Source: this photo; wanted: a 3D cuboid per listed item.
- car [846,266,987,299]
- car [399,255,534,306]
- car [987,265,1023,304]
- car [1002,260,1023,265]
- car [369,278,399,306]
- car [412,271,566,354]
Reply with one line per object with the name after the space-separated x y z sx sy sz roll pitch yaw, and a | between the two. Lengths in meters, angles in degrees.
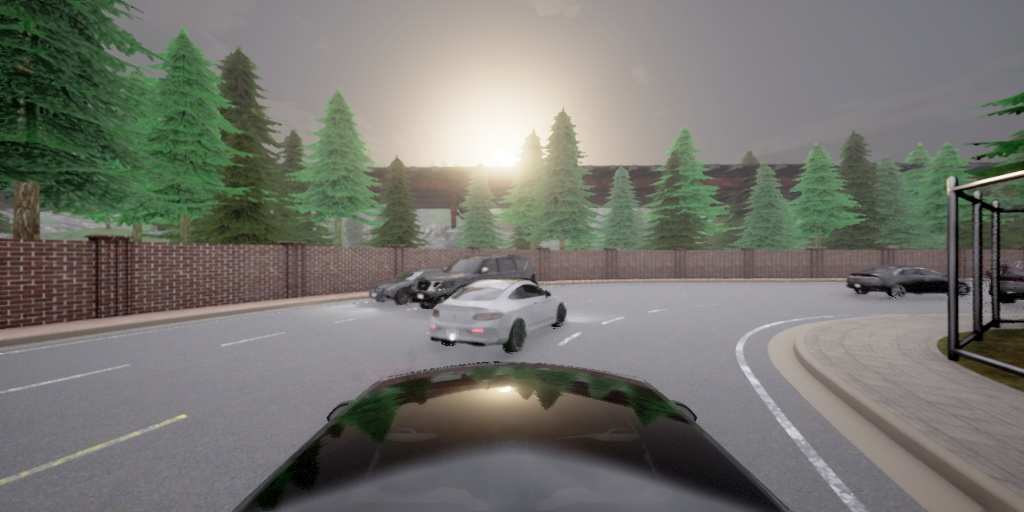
19.163 1.235 17.432 4.902 1.511 2.128 0 0 -1 | car
-1.273 0.994 14.130 2.150 2.045 5.566 -1 -1 41 | car
21.845 1.224 13.994 4.902 1.511 2.128 0 0 -1 | car
35.745 0.934 24.855 4.181 1.385 1.994 0 0 -1 | car
-4.048 1.306 16.200 1.812 1.442 4.674 -1 0 40 | car
-0.129 1.287 8.913 1.812 1.442 4.674 0 0 26 | car
